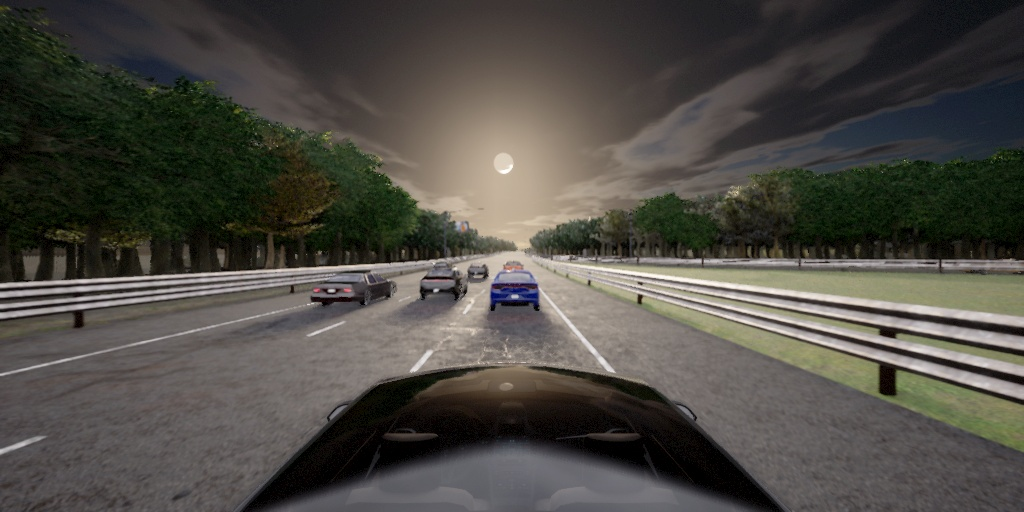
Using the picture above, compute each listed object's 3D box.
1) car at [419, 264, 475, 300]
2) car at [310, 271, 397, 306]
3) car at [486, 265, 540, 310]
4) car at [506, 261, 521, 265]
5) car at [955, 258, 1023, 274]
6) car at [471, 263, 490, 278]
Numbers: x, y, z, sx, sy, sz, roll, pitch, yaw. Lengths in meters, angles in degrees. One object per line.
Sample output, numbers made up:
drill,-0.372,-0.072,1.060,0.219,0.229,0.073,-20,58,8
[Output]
car,-3.385,1.344,18.489,2.128,1.511,4.902,0,0,0
car,-6.886,1.389,16.211,2.033,1.411,5.357,0,0,0
car,0.109,1.315,15.280,1.882,1.535,5.008,0,0,0
car,0.136,1.255,35.820,2.097,1.767,4.553,0,0,0
car,46.683,0.969,34.405,5.366,1.575,1.801,0,-1,34
car,-3.363,1.394,36.049,2.128,1.511,4.902,0,0,0
